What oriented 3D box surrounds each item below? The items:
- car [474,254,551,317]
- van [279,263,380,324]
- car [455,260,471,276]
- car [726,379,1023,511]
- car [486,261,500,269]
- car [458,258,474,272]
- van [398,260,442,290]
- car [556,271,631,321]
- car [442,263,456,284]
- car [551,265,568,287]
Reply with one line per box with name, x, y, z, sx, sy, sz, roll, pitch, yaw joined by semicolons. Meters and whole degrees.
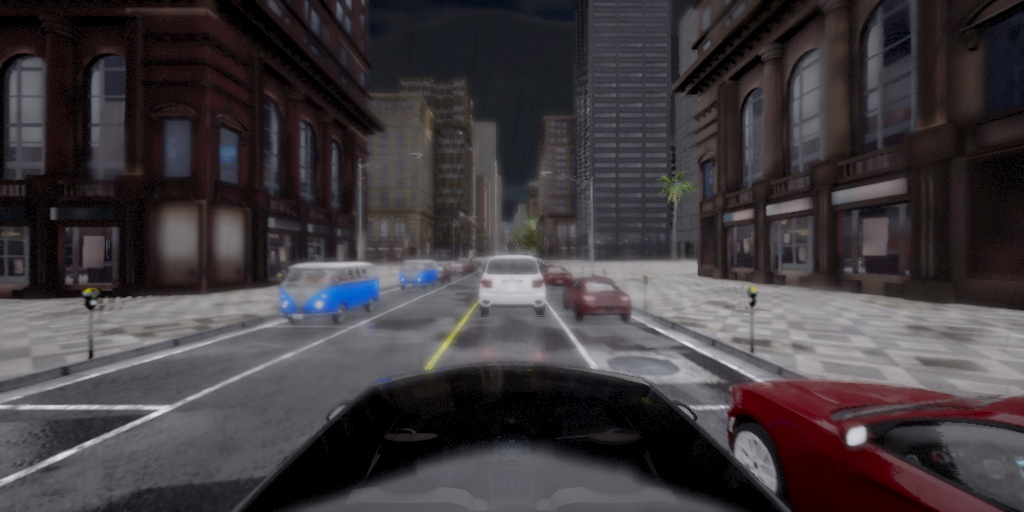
car;0.028;0.996;13.492;2.150;2.045;5.566;0;0;0
van;-5.764;1.110;11.748;1.690;1.789;3.998;0;0;0
car;-5.767;1.402;38.252;1.802;1.307;4.207;0;0;0
car;2.762;1.295;1.416;1.888;1.381;4.507;0;0;0
car;-3.065;1.434;58.978;1.895;1.301;4.718;0;0;1
car;-5.767;1.143;43.552;2.192;1.841;5.009;0;0;0
van;-5.765;1.131;22.349;1.690;1.789;3.998;0;0;0
car;2.761;1.352;12.214;1.802;1.307;4.207;0;0;0
car;-5.765;1.382;27.650;1.802;1.307;4.207;0;0;0
car;2.760;1.337;23.013;1.888;1.381;4.507;0;0;0
